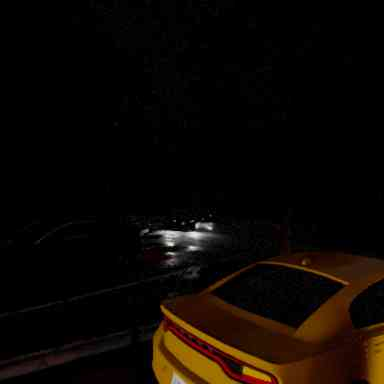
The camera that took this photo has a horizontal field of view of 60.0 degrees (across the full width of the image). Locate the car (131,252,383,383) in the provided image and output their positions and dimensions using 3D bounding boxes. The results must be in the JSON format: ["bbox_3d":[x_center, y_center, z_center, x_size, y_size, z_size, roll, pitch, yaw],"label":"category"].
[{"bbox_3d":[1.971,1.518,4.171,5.008,1.535,1.882,1,-1,-33],"label":"car"}]

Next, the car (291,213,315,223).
[{"bbox_3d":[15.684,3.711,48.253,4.181,1.385,1.994,3,-2,-8],"label":"car"}]

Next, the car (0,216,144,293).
[{"bbox_3d":[-3.522,1.427,8.891,2.128,1.511,4.902,1,1,40],"label":"car"}]

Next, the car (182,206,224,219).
[{"bbox_3d":[1.511,2.875,46.397,5.357,1.411,2.033,4,-2,-16],"label":"car"}]

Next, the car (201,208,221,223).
[{"bbox_3d":[1.816,2.554,35.763,1.895,1.301,4.718,2,-2,18],"label":"car"}]

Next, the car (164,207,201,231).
[{"bbox_3d":[-0.931,1.878,23.939,1.837,1.490,4.892,3,-2,-9],"label":"car"}]
